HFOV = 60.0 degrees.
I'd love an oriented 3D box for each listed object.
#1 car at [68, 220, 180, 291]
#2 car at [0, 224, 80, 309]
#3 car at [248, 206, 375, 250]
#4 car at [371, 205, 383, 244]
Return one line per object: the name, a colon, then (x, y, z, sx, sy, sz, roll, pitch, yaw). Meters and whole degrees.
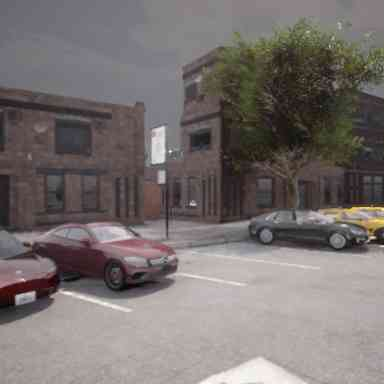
car: (-2.500, 1.524, 9.040, 4.674, 1.452, 2.002, -1, -1, 35)
car: (-4.925, 1.514, 7.289, 4.792, 1.488, 2.163, -1, -1, 35)
car: (4.839, 1.482, 14.250, 4.892, 1.521, 2.231, -1, -1, 35)
car: (7.443, 1.474, 15.877, 5.366, 1.575, 1.946, -1, -1, 35)
